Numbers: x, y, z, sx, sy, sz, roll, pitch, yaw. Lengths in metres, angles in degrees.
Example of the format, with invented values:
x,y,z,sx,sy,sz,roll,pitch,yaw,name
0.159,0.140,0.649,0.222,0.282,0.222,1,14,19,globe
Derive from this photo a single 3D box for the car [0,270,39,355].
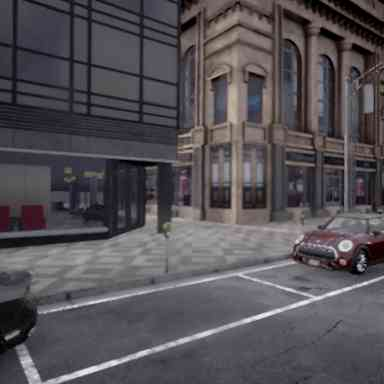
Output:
x,y,z,sx,sy,sz,roll,pitch,yaw,name
-4.169,1.554,3.783,4.403,1.369,2.008,0,1,-35,car

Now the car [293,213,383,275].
x,y,z,sx,sy,sz,roll,pitch,yaw,name
4.992,1.413,10.313,4.097,1.590,1.967,0,1,-35,car
